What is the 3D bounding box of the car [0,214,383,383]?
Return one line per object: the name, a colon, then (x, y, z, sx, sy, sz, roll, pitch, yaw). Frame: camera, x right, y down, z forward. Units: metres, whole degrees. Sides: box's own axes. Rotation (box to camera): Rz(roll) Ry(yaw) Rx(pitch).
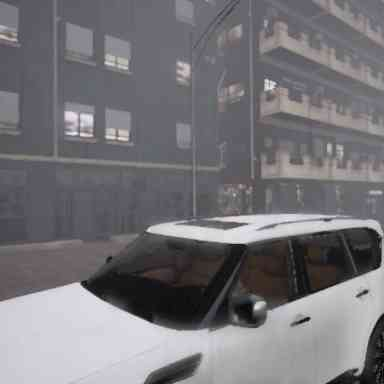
car: (0.354, 1.311, 3.669, 5.566, 2.045, 2.150, 1, -2, -38)
